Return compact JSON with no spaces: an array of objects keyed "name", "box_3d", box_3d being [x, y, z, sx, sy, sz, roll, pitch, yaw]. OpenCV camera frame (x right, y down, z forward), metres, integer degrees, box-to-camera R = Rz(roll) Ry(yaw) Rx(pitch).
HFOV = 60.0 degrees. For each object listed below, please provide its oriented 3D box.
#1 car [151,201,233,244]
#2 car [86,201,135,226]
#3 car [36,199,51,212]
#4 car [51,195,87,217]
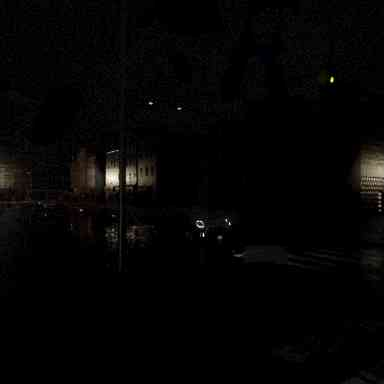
[{"name":"car","box_3d":[-0.120,1.368,16.034,2.097,1.767,4.553,1,0,-36]},{"name":"car","box_3d":[-5.806,1.561,23.985,1.812,1.442,4.674,1,0,-35]},{"name":"car","box_3d":[-17.513,1.604,40.513,1.812,1.442,4.674,1,0,-35]},{"name":"car","box_3d":[-11.546,1.278,32.058,2.150,2.045,5.566,1,0,-35]}]
